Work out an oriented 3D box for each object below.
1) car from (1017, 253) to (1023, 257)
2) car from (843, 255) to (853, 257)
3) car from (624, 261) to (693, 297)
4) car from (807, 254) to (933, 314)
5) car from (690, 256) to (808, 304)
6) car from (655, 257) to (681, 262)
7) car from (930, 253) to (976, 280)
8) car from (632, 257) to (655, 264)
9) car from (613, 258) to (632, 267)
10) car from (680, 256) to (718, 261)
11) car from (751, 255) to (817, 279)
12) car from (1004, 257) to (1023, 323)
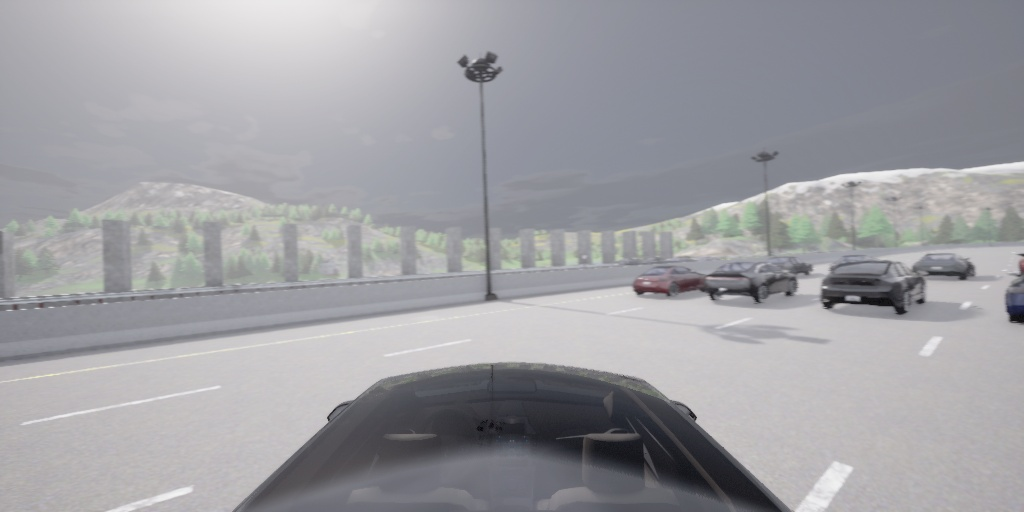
[{"bbox_3d":[25.778,0.213,16.961,4.553,1.767,2.097,-2,-1,-34],"label":"car"},{"bbox_3d":[21.929,0.624,22.794,4.181,1.385,1.994,-2,0,-34],"label":"car"},{"bbox_3d":[7.754,1.136,17.370,4.181,1.385,1.994,-2,0,-34],"label":"car"},{"bbox_3d":[11.688,0.878,11.587,4.892,1.490,1.837,-3,0,-34],"label":"car"},{"bbox_3d":[9.683,0.965,14.455,4.902,1.511,2.128,-2,0,-34],"label":"car"},{"bbox_3d":[19.801,0.848,42.497,5.357,1.411,2.033,-2,-1,-34],"label":"car"},{"bbox_3d":[23.912,0.523,19.915,4.181,1.385,1.994,-2,0,-34],"label":"car"},{"bbox_3d":[17.862,0.903,45.498,4.892,1.490,1.837,-3,0,-34],"label":"car"},{"bbox_3d":[15.599,1.002,48.183,4.902,1.511,2.128,-2,0,-34],"label":"car"},{"bbox_3d":[21.210,0.766,39.223,5.357,1.411,2.033,-2,-1,-34],"label":"car"},{"bbox_3d":[19.152,0.735,25.158,5.357,1.411,2.033,-2,-1,-34],"label":"car"},{"bbox_3d":[13.689,0.834,8.713,4.181,1.385,1.994,-2,-1,-34],"label":"car"}]
